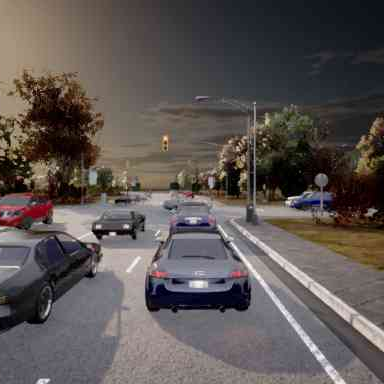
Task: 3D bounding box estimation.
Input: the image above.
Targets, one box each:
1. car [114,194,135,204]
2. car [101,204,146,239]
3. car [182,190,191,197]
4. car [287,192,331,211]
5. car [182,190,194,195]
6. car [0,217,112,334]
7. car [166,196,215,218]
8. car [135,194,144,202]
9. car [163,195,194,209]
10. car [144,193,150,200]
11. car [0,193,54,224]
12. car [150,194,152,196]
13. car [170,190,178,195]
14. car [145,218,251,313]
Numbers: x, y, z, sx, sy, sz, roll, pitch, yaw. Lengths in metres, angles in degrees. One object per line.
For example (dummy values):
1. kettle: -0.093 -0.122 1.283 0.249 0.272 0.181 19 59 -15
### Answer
1. car: -10.772 1.271 52.161 1.895 1.301 4.718 0 0 0
2. car: -3.471 1.518 16.669 1.895 1.301 4.718 0 0 -1
3. car: -1.559 0.396 94.080 2.097 1.767 4.553 0 1 -7
4. car: 14.033 0.995 37.407 5.566 2.045 2.150 0 0 -3
5. car: -0.746 0.569 83.432 2.150 2.045 5.566 0 1 -4
6. car: -3.414 1.528 7.024 2.033 1.411 5.357 0 0 -1
7. car: 0.049 1.272 16.345 2.097 1.767 4.553 0 0 0
8. car: -10.780 1.091 61.263 2.128 1.511 4.902 0 0 0
9. car: -0.378 1.296 32.836 4.902 1.511 2.128 0 0 -3
10. car: -10.820 1.098 71.219 1.895 1.301 4.718 0 1 -1
11. car: -10.141 1.117 19.811 2.150 2.045 5.566 1 0 -2
12. car: -11.470 0.814 86.806 1.812 1.442 4.674 0 1 -4
13. car: -4.293 0.890 84.112 1.994 1.385 4.181 0 1 -4
14. car: 0.084 1.541 7.712 1.994 1.385 4.181 0 0 -1
